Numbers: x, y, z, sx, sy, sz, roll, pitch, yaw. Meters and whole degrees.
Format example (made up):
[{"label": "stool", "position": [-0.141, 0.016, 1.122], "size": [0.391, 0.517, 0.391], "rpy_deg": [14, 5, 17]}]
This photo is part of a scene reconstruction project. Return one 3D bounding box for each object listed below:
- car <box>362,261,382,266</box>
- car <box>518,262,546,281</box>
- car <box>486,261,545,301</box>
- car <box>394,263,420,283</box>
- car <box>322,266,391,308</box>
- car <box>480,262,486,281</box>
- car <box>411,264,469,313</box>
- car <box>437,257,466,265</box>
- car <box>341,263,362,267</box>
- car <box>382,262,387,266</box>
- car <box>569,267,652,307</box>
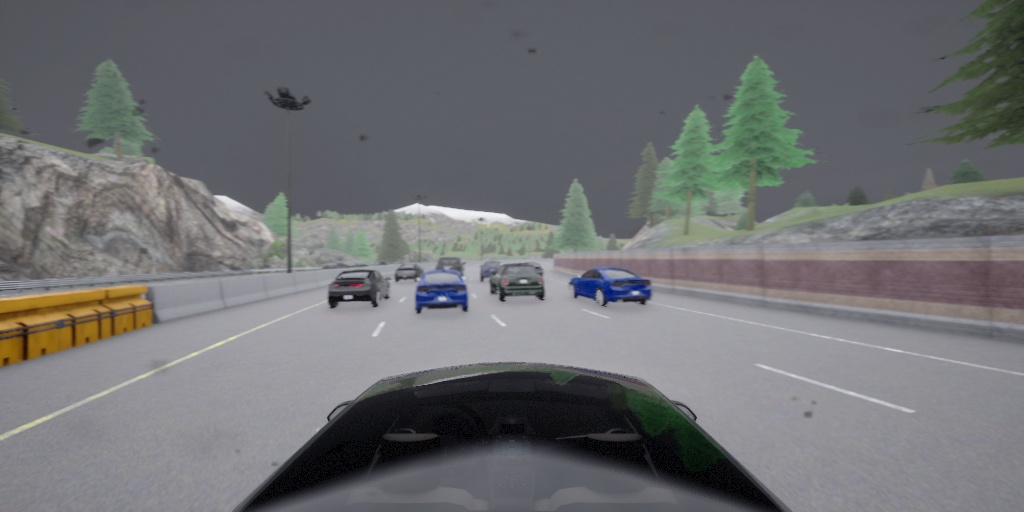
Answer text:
[{"label": "car", "position": [-22.395, 1.675, 59.515], "size": [1.837, 1.490, 4.892], "rpy_deg": [-1, 0, 6]}, {"label": "car", "position": [1.721, 1.327, 32.378], "size": [1.837, 1.490, 4.892], "rpy_deg": [-1, 0, -4]}, {"label": "car", "position": [0.123, 1.149, 17.850], "size": [2.097, 1.767, 4.553], "rpy_deg": [-1, 0, -10]}, {"label": "car", "position": [-8.680, 1.425, 30.827], "size": [2.128, 1.511, 4.902], "rpy_deg": [-1, 0, -4]}, {"label": "car", "position": [-6.663, 1.369, 16.030], "size": [1.837, 1.490, 4.892], "rpy_deg": [-1, -1, -10]}, {"label": "car", "position": [-1.728, 1.210, 31.645], "size": [2.097, 1.767, 4.553], "rpy_deg": [-1, 0, -4]}, {"label": "car", "position": [-2.831, 1.297, 14.534], "size": [1.882, 1.535, 5.008], "rpy_deg": [-1, 0, -11]}, {"label": "car", "position": [-5.171, 1.117, 30.494], "size": [2.150, 2.045, 5.566], "rpy_deg": [-1, 0, -5]}, {"label": "car", "position": [-25.898, 1.813, 59.928], "size": [1.895, 1.301, 4.718], "rpy_deg": [-1, 0, 6]}, {"label": "car", "position": [-18.961, 1.732, 58.806], "size": [1.895, 1.301, 4.718], "rpy_deg": [-1, 0, 6]}, {"label": "car", "position": [4.074, 1.224, 15.656], "size": [1.882, 1.535, 5.008], "rpy_deg": [-1, 0, -11]}]
